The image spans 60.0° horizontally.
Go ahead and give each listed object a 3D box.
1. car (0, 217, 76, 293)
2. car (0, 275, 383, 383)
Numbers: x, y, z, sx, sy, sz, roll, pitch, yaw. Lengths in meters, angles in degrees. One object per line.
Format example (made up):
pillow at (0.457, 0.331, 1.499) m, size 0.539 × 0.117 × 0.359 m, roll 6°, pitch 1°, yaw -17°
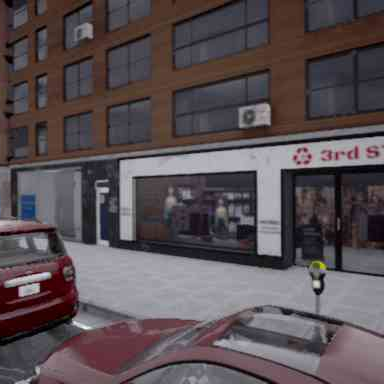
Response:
car at (-4.046, 1.367, 5.692) m, size 5.009 × 1.841 × 2.192 m, roll -1°, pitch 0°, yaw 35°
car at (0.450, 1.590, 2.489) m, size 4.206 × 1.307 × 1.802 m, roll -1°, pitch 0°, yaw 35°
